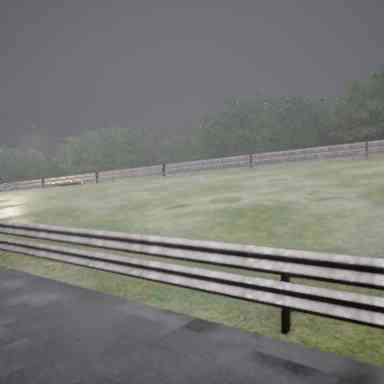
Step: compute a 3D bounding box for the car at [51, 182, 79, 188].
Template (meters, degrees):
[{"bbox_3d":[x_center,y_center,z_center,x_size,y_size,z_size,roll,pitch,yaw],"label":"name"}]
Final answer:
[{"bbox_3d":[-20.520,-1.069,53.551,4.718,1.301,1.895,-4,-2,26],"label":"car"}]
